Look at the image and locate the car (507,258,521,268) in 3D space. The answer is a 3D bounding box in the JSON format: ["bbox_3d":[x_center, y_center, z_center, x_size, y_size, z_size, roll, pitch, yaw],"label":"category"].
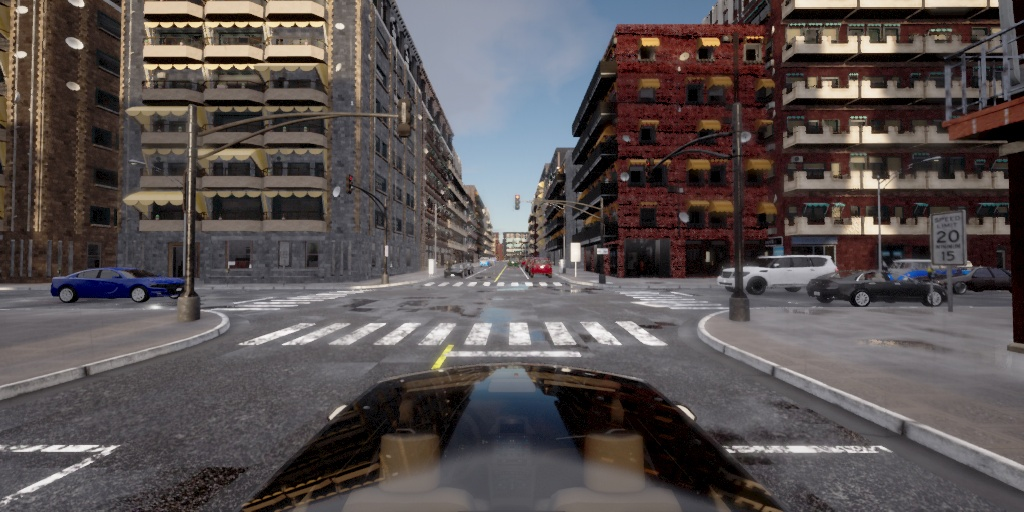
[{"bbox_3d":[0.233,1.178,64.447,2.097,1.767,4.553,0,0,0],"label":"car"}]

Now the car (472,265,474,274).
[{"bbox_3d":[-5.232,1.331,39.461,1.948,1.339,4.313,0,0,0],"label":"car"}]

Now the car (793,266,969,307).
[{"bbox_3d":[13.771,1.185,13.610,4.403,1.370,2.007,0,0,0],"label":"car"}]

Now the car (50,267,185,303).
[{"bbox_3d":[-17.582,1.255,16.242,5.008,1.535,1.882,0,-1,0],"label":"car"}]

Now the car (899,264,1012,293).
[{"bbox_3d":[24.318,1.271,18.989,5.357,1.411,2.033,0,-1,0],"label":"car"}]

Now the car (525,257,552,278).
[{"bbox_3d":[2.637,1.077,33.928,2.192,1.841,5.009,0,0,0],"label":"car"}]

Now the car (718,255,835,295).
[{"bbox_3d":[14.066,0.969,19.046,5.566,2.045,2.150,0,-1,0],"label":"car"}]

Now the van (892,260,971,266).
[{"bbox_3d":[24.946,1.115,21.438,3.998,1.789,1.690,0,0,0],"label":"van"}]

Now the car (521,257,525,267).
[{"bbox_3d":[2.661,1.086,45.051,2.192,1.841,5.009,0,0,0],"label":"car"}]

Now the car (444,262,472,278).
[{"bbox_3d":[-5.244,1.328,33.900,1.948,1.339,4.313,0,0,0],"label":"car"}]
